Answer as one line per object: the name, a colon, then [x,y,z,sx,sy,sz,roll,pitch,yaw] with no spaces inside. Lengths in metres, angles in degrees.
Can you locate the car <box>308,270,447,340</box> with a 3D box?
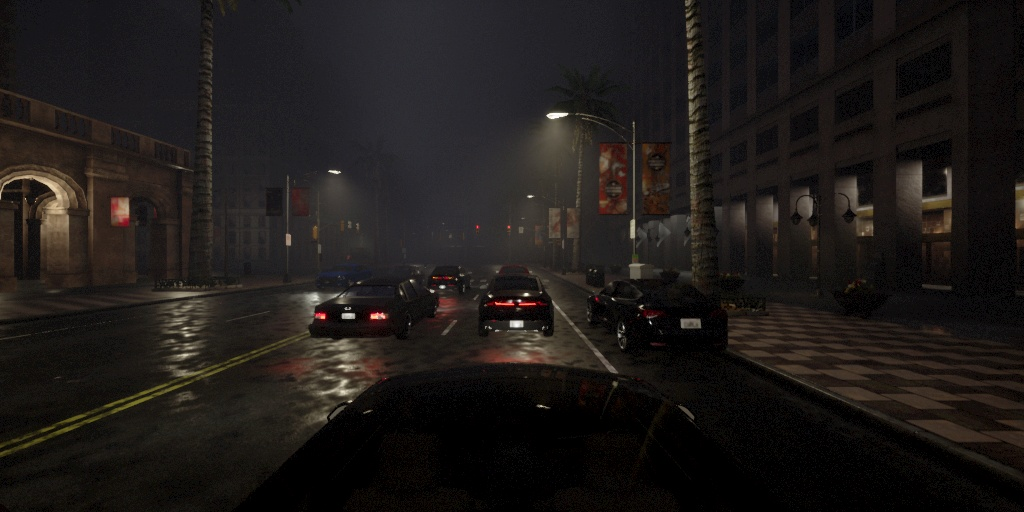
car: [-3.393,1.297,9.966,2.033,1.411,5.357,0,0,0]

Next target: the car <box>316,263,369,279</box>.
car: [-10.485,1.231,22.841,1.882,1.535,5.008,0,0,0]

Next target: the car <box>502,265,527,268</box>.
car: [0.111,1.228,19.796,1.882,1.535,5.008,0,0,0]

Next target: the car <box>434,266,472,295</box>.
car: [-3.384,1.255,19.855,1.837,1.490,4.892,0,0,0]

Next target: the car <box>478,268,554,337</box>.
car: [0.097,1.254,10.346,1.837,1.490,4.892,0,0,0]

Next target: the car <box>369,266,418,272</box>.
car: [-6.982,1.353,23.111,2.033,1.411,5.357,0,0,0]
